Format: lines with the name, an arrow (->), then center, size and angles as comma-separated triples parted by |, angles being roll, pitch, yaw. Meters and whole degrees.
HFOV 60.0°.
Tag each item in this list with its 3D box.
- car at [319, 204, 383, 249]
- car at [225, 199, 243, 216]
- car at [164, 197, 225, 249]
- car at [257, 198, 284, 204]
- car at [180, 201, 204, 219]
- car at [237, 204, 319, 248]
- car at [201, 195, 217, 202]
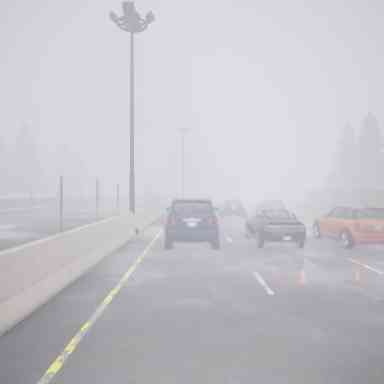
car -> 7.000, 1.363, 14.620 | 2.097, 1.767, 4.553 | 0, 0, 0
car -> 3.500, 1.364, 29.620 | 2.097, 1.767, 4.553 | 0, 0, 0
car -> 0.000, 1.255, 14.680 | 2.150, 2.045, 5.566 | 0, 0, 0
car -> 7.000, 1.364, 29.620 | 2.097, 1.767, 4.553 | 0, 0, 0
car -> 0.000, 1.570, 29.650 | 1.994, 1.385, 4.181 | 0, 0, 0
car -> 3.500, 1.492, 14.650 | 2.128, 1.511, 4.902 | 0, 0, 0
car -> 3.874, 1.422, 75.783 | 1.882, 1.535, 5.008 | 0, 0, 26
